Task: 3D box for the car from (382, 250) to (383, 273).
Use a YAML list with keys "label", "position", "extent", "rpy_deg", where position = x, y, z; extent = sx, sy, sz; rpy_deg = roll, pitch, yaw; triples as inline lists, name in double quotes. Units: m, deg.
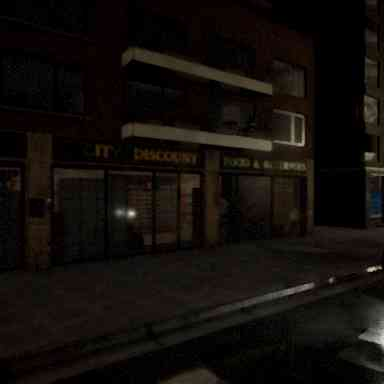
- label: "car"
  position: [6.992, 1.234, 8.262]
  extent: [5.566, 2.045, 2.150]
  rpy_deg: [0, 0, -35]
